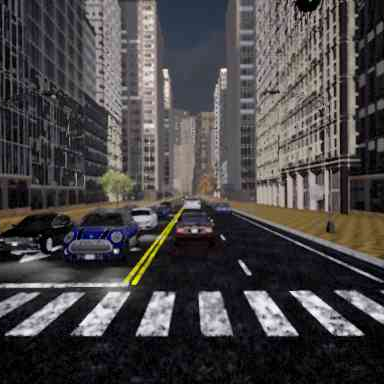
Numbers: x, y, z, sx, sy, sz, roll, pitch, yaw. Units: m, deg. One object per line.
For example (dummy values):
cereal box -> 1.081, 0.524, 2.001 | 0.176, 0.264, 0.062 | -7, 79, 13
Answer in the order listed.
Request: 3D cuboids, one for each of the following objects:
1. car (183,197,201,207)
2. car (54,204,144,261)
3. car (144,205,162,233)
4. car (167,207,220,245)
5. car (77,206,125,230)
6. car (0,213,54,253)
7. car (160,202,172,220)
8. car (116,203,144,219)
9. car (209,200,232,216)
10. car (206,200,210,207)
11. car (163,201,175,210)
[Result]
car -> 0.028, 1.648, 45.262 | 2.150, 2.045, 5.566 | -1, 0, 0
car -> -3.321, 1.522, 12.951 | 2.097, 1.767, 4.553 | -1, -1, -1
car -> -3.315, 1.777, 21.869 | 1.812, 1.442, 4.674 | -1, -1, 0
car -> 0.107, 1.718, 16.514 | 2.033, 1.411, 5.357 | -1, -1, 0
car -> -6.547, 1.853, 24.665 | 2.033, 1.411, 5.357 | -1, -1, 0
car -> -6.590, 1.723, 14.786 | 1.837, 1.490, 4.892 | -1, -1, 0
car -> -3.231, 1.940, 31.844 | 1.895, 1.301, 4.718 | -1, -1, 0
car -> -6.479, 1.947, 35.335 | 2.033, 1.411, 5.357 | -1, -1, 0
car -> 3.374, 1.873, 37.392 | 2.033, 1.411, 5.357 | -1, -1, 0
car -> 3.378, 2.105, 58.237 | 1.895, 1.301, 4.718 | -1, -1, 0
car -> -3.224, 1.932, 41.924 | 1.837, 1.490, 4.892 | -1, -1, 0
